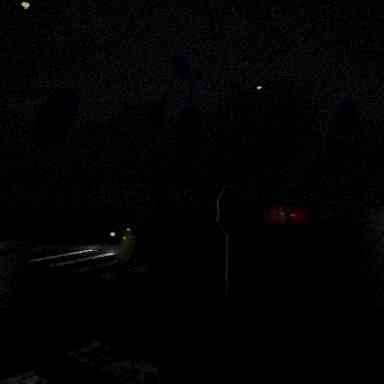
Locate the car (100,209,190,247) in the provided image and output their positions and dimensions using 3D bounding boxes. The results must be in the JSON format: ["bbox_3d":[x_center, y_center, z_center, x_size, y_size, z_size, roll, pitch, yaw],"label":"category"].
[{"bbox_3d":[-1.912,1.442,14.553,1.994,1.385,4.181,0,0,36],"label":"car"}]

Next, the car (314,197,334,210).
[{"bbox_3d":[14.038,1.307,36.108,1.837,1.490,4.892,0,0,37],"label":"car"}]

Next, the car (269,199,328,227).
[{"bbox_3d":[6.761,1.384,21.326,2.033,1.411,5.357,0,0,36],"label":"car"}]

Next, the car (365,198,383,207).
[{"bbox_3d":[26.116,1.452,47.517,1.895,1.301,4.718,0,0,36],"label":"car"}]
